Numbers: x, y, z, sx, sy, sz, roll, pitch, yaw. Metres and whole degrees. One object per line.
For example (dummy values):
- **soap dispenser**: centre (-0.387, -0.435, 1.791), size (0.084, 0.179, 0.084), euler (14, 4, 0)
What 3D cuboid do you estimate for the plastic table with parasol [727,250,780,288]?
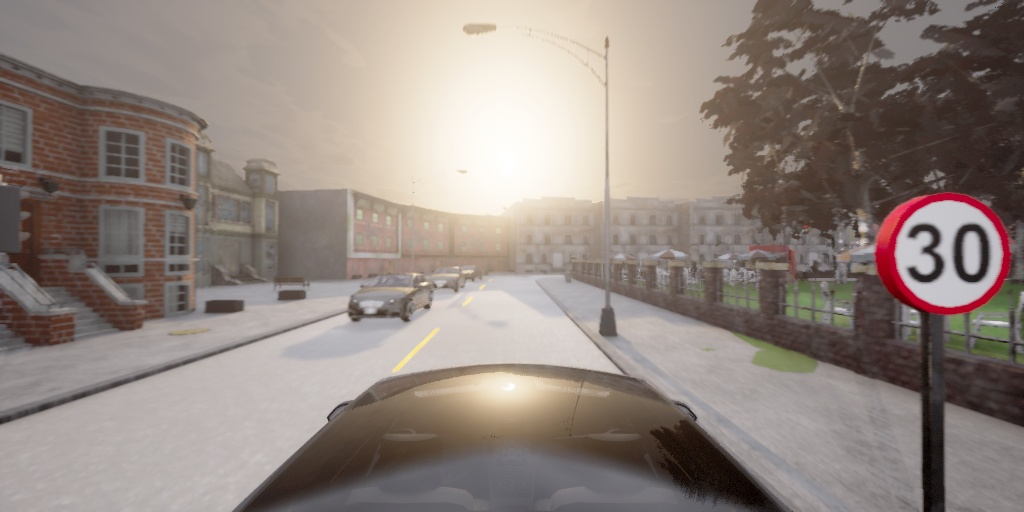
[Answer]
- **plastic table with parasol**: centre (15.988, 0.866, 23.315), size (2.482, 2.480, 2.482), euler (0, 0, -38)

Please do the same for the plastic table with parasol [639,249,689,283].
- **plastic table with parasol**: centre (10.057, 0.818, 22.860), size (2.482, 2.480, 2.482), euler (0, 0, -38)

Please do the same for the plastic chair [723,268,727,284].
- **plastic chair**: centre (16.415, 1.566, 27.388), size (0.730, 1.272, 0.750), euler (0, 0, -40)

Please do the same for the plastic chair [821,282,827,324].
- **plastic chair**: centre (8.911, 1.357, 9.778), size (0.750, 1.272, 0.730), euler (0, 0, -40)

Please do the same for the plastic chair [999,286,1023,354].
- **plastic chair**: centre (10.548, 1.365, 7.796), size (0.750, 1.272, 0.730), euler (0, 0, -35)

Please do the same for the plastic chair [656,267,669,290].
- **plastic chair**: centre (9.071, 1.450, 22.136), size (0.730, 1.272, 0.750), euler (0, 0, -40)

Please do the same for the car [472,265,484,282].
- **car**: centre (-3.959, 1.580, 33.586), size (2.033, 1.411, 5.357), euler (0, -1, 9)

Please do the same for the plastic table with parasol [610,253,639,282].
- **plastic table with parasol**: centre (9.270, 0.990, 30.555), size (2.482, 2.480, 2.482), euler (0, 0, 0)

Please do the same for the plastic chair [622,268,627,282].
- **plastic chair**: centre (9.340, 1.581, 29.228), size (0.750, 1.272, 0.730), euler (0, 0, 5)

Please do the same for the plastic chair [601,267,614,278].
- **plastic chair**: centre (8.008, 1.595, 30.647), size (0.730, 1.272, 0.750), euler (0, 0, 0)

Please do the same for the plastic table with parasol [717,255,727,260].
- **plastic table with parasol**: centre (17.447, 0.969, 28.132), size (2.482, 2.480, 2.482), euler (0, 0, -40)

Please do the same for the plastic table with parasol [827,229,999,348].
- **plastic table with parasol**: centre (9.647, 0.763, 8.771), size (2.482, 2.480, 2.482), euler (0, 0, -40)

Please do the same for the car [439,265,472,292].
- **car**: centre (-4.082, 1.429, 22.924), size (2.128, 1.511, 4.902), euler (0, -1, 0)

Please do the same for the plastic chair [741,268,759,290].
- **plastic chair**: centre (15.152, 1.481, 22.582), size (0.730, 1.272, 0.750), euler (0, 0, -39)

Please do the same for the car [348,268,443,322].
- **car**: centre (-4.096, 1.340, 12.833), size (2.128, 1.511, 4.902), euler (0, -1, 0)

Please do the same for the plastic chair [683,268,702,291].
- **plastic chair**: centre (11.002, 1.445, 21.845), size (0.750, 1.272, 0.730), euler (0, 0, -31)

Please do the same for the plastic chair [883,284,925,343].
- **plastic chair**: centre (8.616, 1.357, 8.027), size (0.730, 1.272, 0.750), euler (0, 0, -40)
